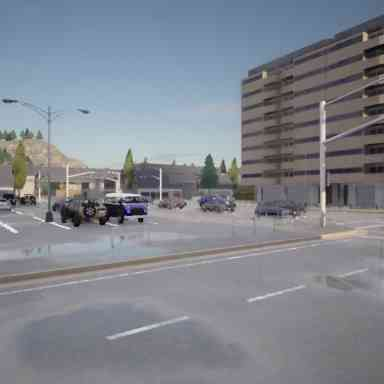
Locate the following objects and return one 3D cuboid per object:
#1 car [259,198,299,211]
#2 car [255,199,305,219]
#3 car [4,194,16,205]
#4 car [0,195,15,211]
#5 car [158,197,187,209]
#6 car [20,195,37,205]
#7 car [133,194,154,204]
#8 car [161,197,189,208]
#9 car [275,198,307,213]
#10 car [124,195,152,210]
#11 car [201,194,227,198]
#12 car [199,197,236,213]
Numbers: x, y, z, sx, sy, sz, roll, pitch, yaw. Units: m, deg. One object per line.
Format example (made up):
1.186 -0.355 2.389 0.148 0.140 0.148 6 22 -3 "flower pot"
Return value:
11.300 1.547 43.545 2.128 1.511 4.902 0 0 -35 "car"
7.678 1.619 30.212 1.994 1.385 4.181 0 0 -35 "car"
-29.684 1.212 53.710 1.905 1.878 3.866 0 0 -35 "car"
-21.826 1.451 37.877 1.970 1.475 3.806 0 0 -35 "car"
-2.954 1.619 45.184 1.994 1.385 4.181 0 0 -35 "car"
-27.288 1.209 55.334 1.932 1.855 4.605 0 0 -35 "car"
-9.306 1.547 66.540 2.128 1.511 4.902 0 0 -35 "car"
-2.649 1.560 50.815 1.837 1.490 4.892 0 0 -35 "car"
9.072 1.603 34.292 2.033 1.411 5.357 0 0 -35 "car"
-8.723 1.656 53.367 1.895 1.301 4.718 0 0 -35 "car"
3.184 1.277 42.581 2.150 2.045 5.566 0 0 -35 "car"
2.813 1.619 37.066 1.994 1.385 4.181 0 0 -35 "car"
